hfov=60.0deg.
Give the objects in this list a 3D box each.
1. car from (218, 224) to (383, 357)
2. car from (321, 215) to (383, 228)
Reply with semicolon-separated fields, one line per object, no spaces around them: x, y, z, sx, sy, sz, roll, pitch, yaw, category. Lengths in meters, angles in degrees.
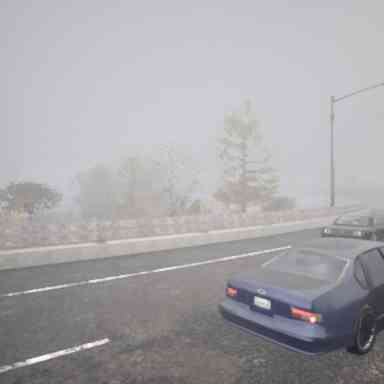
2.914;1.585;6.169;5.357;1.411;2.033;0;0;-39;car
7.780;1.693;15.180;4.718;1.301;1.895;0;0;-44;car
